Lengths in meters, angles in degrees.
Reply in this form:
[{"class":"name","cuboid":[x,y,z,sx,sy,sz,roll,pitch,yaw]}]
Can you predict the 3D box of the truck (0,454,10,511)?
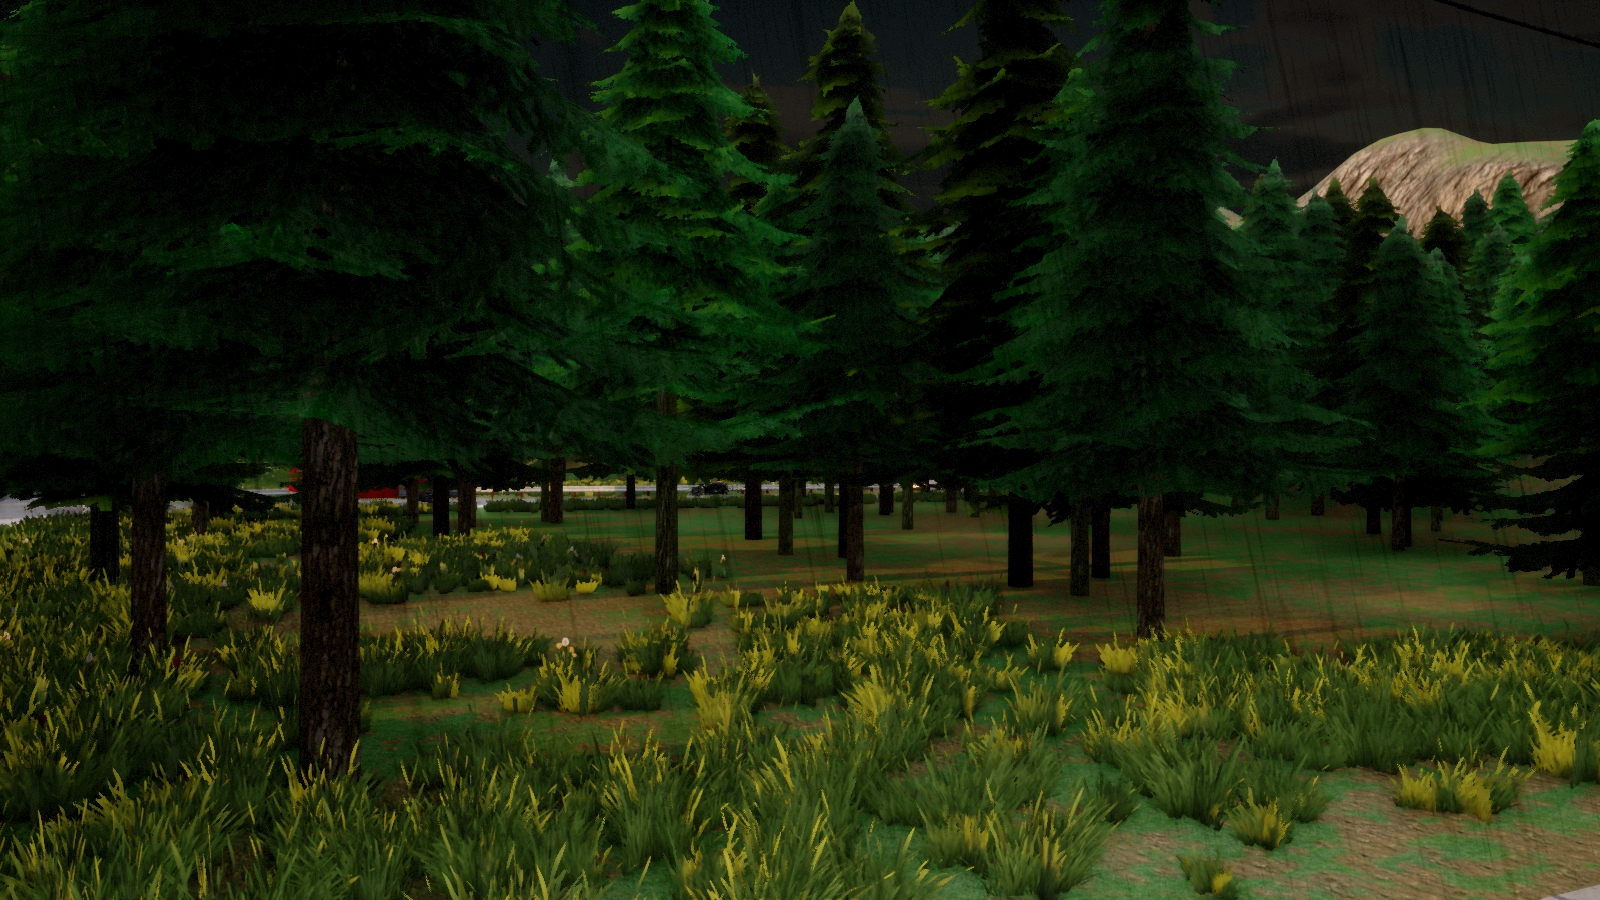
[{"class":"truck","cuboid":[-38.039,1.526,50.135,5.204,2.467,2.627,-2,1,-28]}]
